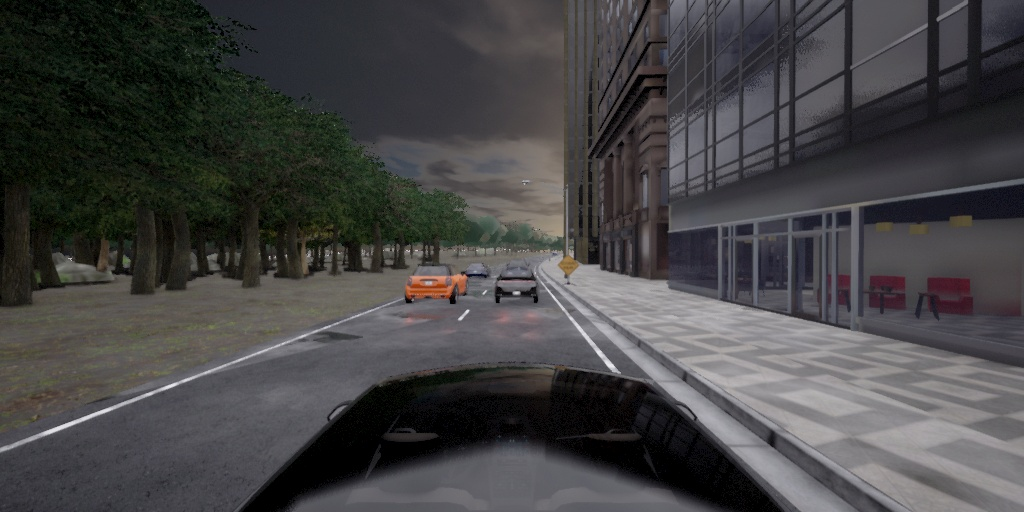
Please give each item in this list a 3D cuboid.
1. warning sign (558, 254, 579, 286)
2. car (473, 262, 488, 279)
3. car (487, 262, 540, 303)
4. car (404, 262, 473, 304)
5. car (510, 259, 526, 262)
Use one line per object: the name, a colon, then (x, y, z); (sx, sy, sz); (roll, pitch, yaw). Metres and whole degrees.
warning sign: (3.379, 0.826, 21.521); (1.300, 1.860, 1.060); (0, 0, 1)
car: (-2.961, 1.243, 31.414); (1.994, 1.385, 4.181); (0, 0, 2)
car: (0.228, 1.222, 16.363); (2.128, 1.511, 4.902); (0, 0, 1)
car: (-3.273, 1.092, 16.402); (2.097, 1.767, 4.553); (0, 0, 1)
car: (0.537, 1.038, 31.285); (2.097, 1.767, 4.553); (0, 0, 2)
